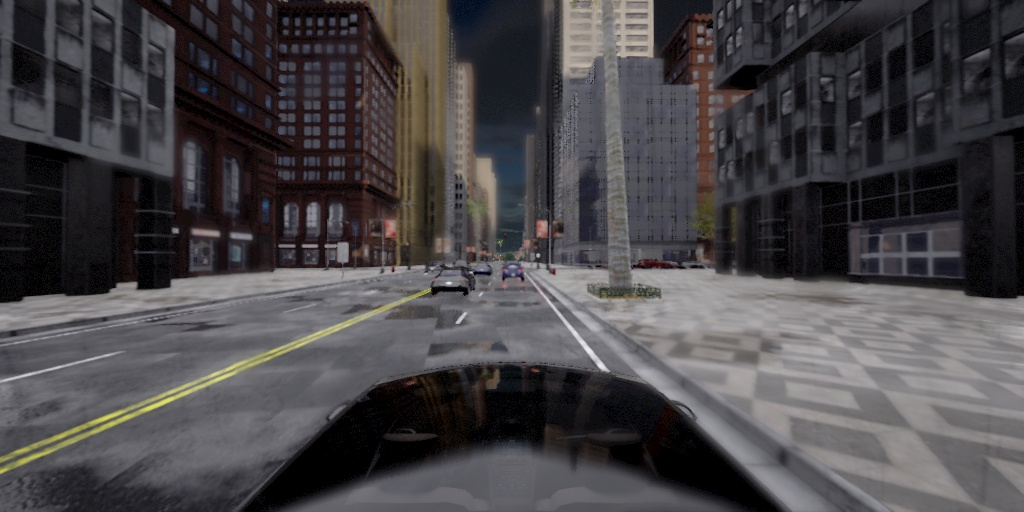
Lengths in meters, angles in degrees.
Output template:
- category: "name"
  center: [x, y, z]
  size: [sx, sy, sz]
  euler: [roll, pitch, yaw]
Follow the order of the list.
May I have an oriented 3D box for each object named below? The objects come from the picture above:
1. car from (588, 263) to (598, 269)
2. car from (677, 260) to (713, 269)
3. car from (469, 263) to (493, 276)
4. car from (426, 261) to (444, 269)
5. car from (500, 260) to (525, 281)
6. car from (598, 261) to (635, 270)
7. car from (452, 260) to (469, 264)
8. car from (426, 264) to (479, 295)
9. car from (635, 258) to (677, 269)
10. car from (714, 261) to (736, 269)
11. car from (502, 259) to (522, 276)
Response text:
- category: "car"
  center: [15.176, 1.543, 61.169]
  size: [4.313, 1.339, 1.948]
  euler: [0, 0, -1]
- category: "car"
  center: [26.584, 1.384, 52.823]
  size: [4.313, 1.339, 1.948]
  euler: [0, 0, -1]
- category: "car"
  center: [-3.157, 1.415, 39.277]
  size: [1.994, 1.385, 4.181]
  euler: [0, 0, 0]
- category: "car"
  center: [-9.759, 1.403, 46.197]
  size: [2.128, 1.511, 4.902]
  euler: [0, 0, 0]
- category: "car"
  center: [0.099, 1.330, 30.631]
  size: [1.812, 1.442, 4.674]
  euler: [0, 0, 0]
- category: "car"
  center: [15.308, 1.434, 52.646]
  size: [4.207, 1.307, 1.802]
  euler: [0, 0, -1]
- category: "car"
  center: [-6.508, 1.258, 46.233]
  size: [2.097, 1.767, 4.553]
  euler: [0, 0, 0]
- category: "car"
  center: [-3.154, 1.329, 19.922]
  size: [1.994, 1.385, 4.181]
  euler: [0, 0, 0]
- category: "car"
  center: [20.946, 1.149, 52.735]
  size: [5.009, 1.841, 2.192]
  euler: [0, 0, -1]
- category: "car"
  center: [32.221, 1.369, 52.911]
  size: [4.313, 1.339, 1.948]
  euler: [0, 0, -1]
- category: "car"
  center: [-0.007, 1.206, 39.617]
  size: [2.097, 1.767, 4.553]
  euler: [0, 0, 0]
